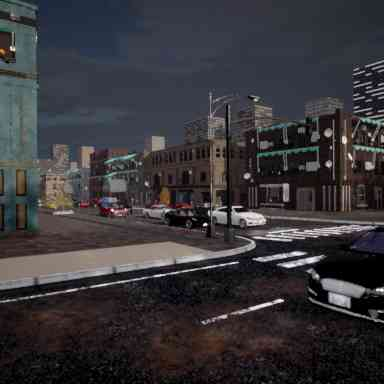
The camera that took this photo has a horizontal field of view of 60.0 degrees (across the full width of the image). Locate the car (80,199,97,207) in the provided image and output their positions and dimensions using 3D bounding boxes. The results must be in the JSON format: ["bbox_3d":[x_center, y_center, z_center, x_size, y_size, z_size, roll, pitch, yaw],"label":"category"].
[{"bbox_3d":[-20.864,2.227,67.091,1.887,1.381,4.507,-1,0,-36],"label":"car"}]

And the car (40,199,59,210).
[{"bbox_3d":[-24.362,2.232,57.574,1.752,1.417,4.829,-1,0,-36],"label":"car"}]

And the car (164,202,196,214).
[{"bbox_3d":[-1.548,1.903,40.075,1.802,1.307,4.206,-2,0,-36],"label":"car"}]

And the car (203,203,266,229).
[{"bbox_3d":[3.099,1.722,23.686,1.812,1.442,4.674,-1,0,-37],"label":"car"}]

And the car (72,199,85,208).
[{"bbox_3d":[-20.586,2.230,62.263,1.994,1.385,4.181,-1,0,-36],"label":"car"}]

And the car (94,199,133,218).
[{"bbox_3d":[-8.367,1.846,35.199,1.967,1.590,4.097,-1,0,-36],"label":"car"}]

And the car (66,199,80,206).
[{"bbox_3d":[-27.302,2.364,76.096,1.947,1.339,4.313,-1,0,-36],"label":"car"}]

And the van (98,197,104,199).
[{"bbox_3d":[-14.430,1.906,58.085,1.690,1.788,3.998,-1,0,-36],"label":"van"}]

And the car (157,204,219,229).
[{"bbox_3d":[-0.392,1.814,23.840,1.947,1.339,4.313,-2,0,-36],"label":"car"}]

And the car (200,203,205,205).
[{"bbox_3d":[1.671,1.809,35.572,2.008,1.369,4.403,-2,0,-36],"label":"car"}]

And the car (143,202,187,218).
[{"bbox_3d":[-2.861,1.914,31.972,1.895,1.301,4.718,-1,0,-36],"label":"car"}]

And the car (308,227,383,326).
[{"bbox_3d":[4.385,1.490,6.832,4.902,1.511,2.128,0,0,-36],"label":"car"}]

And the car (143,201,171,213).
[{"bbox_3d":[-4.766,1.966,44.577,1.802,1.307,4.206,-2,0,-36],"label":"car"}]

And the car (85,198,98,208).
[{"bbox_3d":[-17.650,1.939,62.588,2.192,1.841,5.009,-1,0,-36],"label":"car"}]

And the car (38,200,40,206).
[{"bbox_3d":[-30.899,2.375,66.719,2.008,1.369,4.403,-1,0,-36],"label":"car"}]
